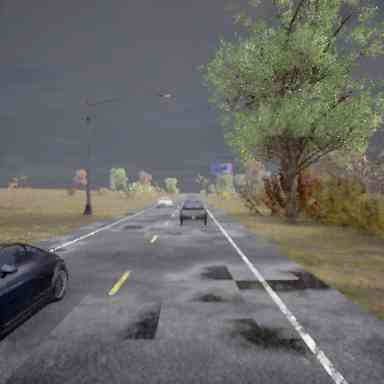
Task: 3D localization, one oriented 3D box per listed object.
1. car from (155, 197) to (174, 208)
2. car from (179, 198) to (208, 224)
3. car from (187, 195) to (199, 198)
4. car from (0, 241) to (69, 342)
[{"bbox_3d":[-3.594,1.344,44.058,1.812,1.442,4.674,0,0,0],"label":"car"},{"bbox_3d":[0.097,1.393,23.478,2.128,1.511,4.902,0,0,0],"label":"car"},{"bbox_3d":[0.094,1.179,41.831,2.097,1.767,4.553,0,0,0],"label":"car"},{"bbox_3d":[-3.601,1.540,5.374,1.994,1.385,4.181,0,0,0],"label":"car"}]
